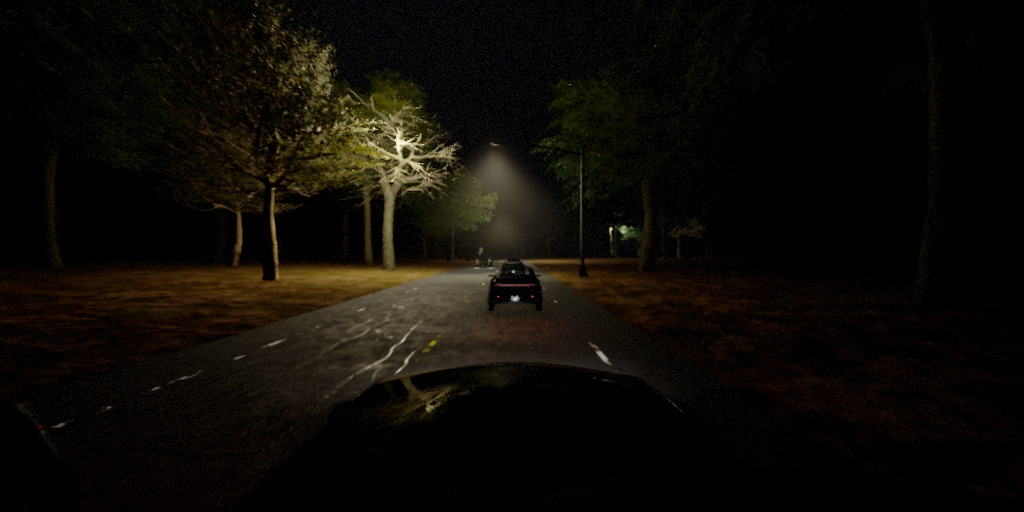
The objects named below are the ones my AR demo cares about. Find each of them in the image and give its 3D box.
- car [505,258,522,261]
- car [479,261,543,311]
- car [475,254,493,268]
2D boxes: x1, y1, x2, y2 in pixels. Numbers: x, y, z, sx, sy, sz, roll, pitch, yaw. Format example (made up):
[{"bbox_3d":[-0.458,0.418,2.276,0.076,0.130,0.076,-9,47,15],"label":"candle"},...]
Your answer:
[{"bbox_3d":[0.106,0.909,30.258,1.837,1.490,4.892,0,1,0],"label":"car"},{"bbox_3d":[0.102,1.105,13.651,2.128,1.511,4.902,0,1,0],"label":"car"},{"bbox_3d":[-3.568,0.566,46.390,2.097,1.767,4.553,0,1,0],"label":"car"}]
